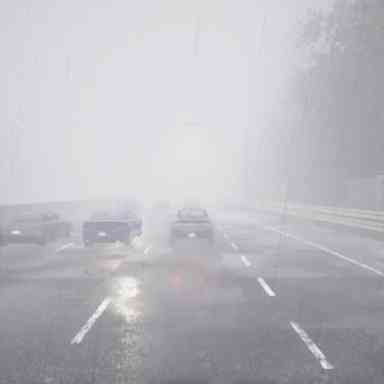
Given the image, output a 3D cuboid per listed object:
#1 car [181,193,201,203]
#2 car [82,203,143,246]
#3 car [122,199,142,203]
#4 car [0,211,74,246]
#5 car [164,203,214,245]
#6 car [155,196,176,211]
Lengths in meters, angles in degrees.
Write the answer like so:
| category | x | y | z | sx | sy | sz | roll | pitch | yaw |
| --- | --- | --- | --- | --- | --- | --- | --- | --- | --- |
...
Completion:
| category | x | y | z | sx | sy | sz | roll | pitch | yaw |
| --- | --- | --- | --- | --- | --- | --- | --- | --- | --- |
| car | 0.007 | 1.381 | 40.978 | 2.097 | 1.767 | 4.553 | 0 | 0 | 0 |
| car | -3.501 | 1.489 | 15.431 | 1.882 | 1.535 | 5.008 | 0 | 0 | 0 |
| car | -6.996 | 1.534 | 38.556 | 1.837 | 1.490 | 4.892 | 0 | 0 | 0 |
| car | -6.998 | 1.575 | 15.255 | 1.994 | 1.385 | 4.181 | 0 | 0 | 0 |
| car | 0.001 | 1.503 | 15.570 | 2.128 | 1.511 | 4.902 | 0 | 0 | 0 |
| car | -3.495 | 1.577 | 40.931 | 2.033 | 1.411 | 5.357 | 0 | 0 | 0 |
